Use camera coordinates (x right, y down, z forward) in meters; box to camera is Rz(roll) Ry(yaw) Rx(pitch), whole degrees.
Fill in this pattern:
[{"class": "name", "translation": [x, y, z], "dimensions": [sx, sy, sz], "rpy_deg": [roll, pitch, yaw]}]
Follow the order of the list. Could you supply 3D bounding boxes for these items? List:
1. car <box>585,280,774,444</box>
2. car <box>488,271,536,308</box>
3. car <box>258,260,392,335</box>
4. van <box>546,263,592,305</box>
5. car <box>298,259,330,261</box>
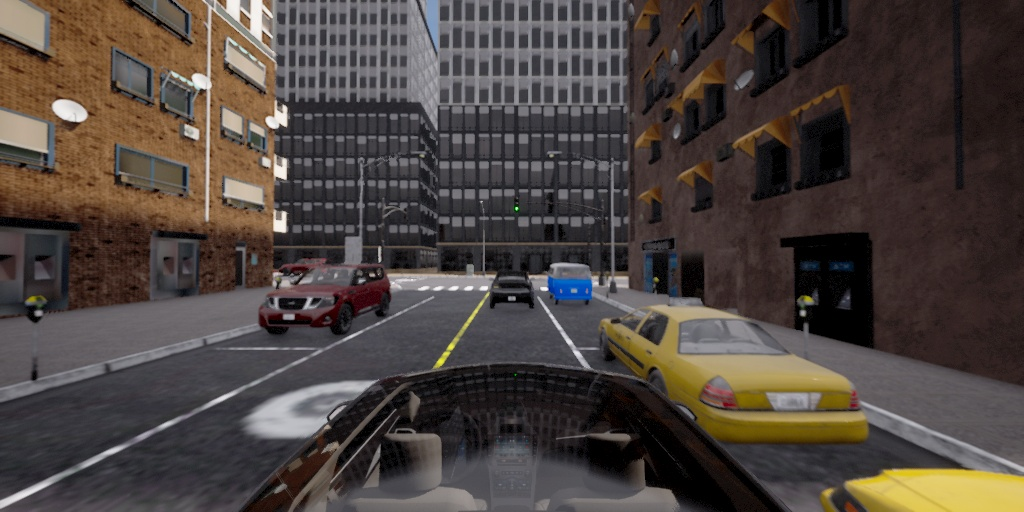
[{"class": "car", "translation": [2.566, 1.310, 5.578], "dimensions": [1.751, 1.417, 4.829], "rpy_deg": [0, 0, 0]}, {"class": "car", "translation": [0.002, 1.394, 16.150], "dimensions": [1.837, 1.490, 4.892], "rpy_deg": [0, 0, 0]}, {"class": "car", "translation": [-5.316, 1.153, 11.048], "dimensions": [2.192, 1.841, 5.009], "rpy_deg": [0, 0, 0]}, {"class": "van", "translation": [2.564, 1.232, 16.688], "dimensions": [1.690, 1.789, 3.998], "rpy_deg": [0, 0, 0]}, {"class": "car", "translation": [-20.888, 1.183, 36.647], "dimensions": [5.009, 1.841, 2.192], "rpy_deg": [0, 0, 0]}]
